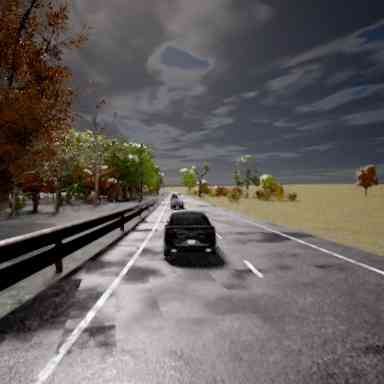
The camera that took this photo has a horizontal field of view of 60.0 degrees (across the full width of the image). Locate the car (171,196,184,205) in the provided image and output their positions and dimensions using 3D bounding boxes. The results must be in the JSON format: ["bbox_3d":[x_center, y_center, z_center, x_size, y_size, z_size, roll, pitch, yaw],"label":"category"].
[{"bbox_3d":[-2.090,1.672,47.320,1.895,1.301,4.718,0,0,-3],"label":"car"}]

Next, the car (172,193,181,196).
[{"bbox_3d":[-3.947,1.649,79.812,1.994,1.385,4.181,0,0,-3],"label":"car"}]

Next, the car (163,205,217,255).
[{"bbox_3d":[-0.157,1.522,13.479,1.882,1.535,5.008,0,0,-3],"label":"car"}]
